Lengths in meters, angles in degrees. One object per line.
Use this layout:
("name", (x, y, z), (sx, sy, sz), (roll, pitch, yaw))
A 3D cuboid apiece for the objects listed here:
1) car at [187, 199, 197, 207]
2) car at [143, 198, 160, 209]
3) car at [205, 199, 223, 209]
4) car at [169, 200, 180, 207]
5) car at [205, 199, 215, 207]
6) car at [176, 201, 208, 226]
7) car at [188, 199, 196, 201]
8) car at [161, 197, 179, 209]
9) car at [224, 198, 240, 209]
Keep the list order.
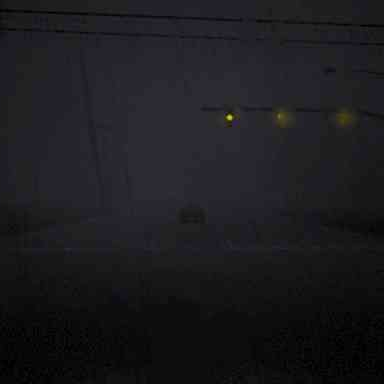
("car", (-0.008, 2.167, 66.210), (1.837, 1.490, 4.892), (0, -1, 0))
("car", (-7.007, 2.111, 55.809), (2.033, 1.411, 5.357), (0, -1, 0))
("car", (3.493, 2.056, 55.938), (2.128, 1.511, 4.902), (0, -1, 0))
("car", (-3.508, 2.229, 66.210), (1.994, 1.385, 4.181), (0, -1, 0))
("car", (3.492, 2.191, 66.210), (1.812, 1.442, 4.674), (0, -1, 0))
("car", (-0.003, 1.741, 25.981), (1.882, 1.535, 5.008), (0, -1, 0))
("car", (-0.007, 2.133, 56.377), (1.994, 1.385, 4.181), (0, -1, 0))
("car", (-3.507, 1.785, 55.820), (2.150, 2.045, 5.566), (0, -1, 0))
("car", (6.993, 2.133, 56.300), (1.994, 1.385, 4.181), (0, -1, 0))
